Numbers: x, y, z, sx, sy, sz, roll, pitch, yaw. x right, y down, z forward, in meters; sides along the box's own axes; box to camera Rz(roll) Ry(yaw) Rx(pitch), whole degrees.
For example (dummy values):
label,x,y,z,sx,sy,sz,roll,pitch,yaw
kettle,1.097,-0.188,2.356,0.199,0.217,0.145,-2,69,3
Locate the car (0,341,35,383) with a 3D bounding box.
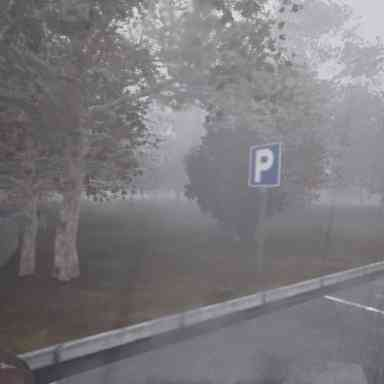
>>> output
label,x,y,z,sx,sy,sz,roll,pitch,yaw
car,-3.391,1.512,1.631,4.792,1.488,2.163,-1,0,-33
